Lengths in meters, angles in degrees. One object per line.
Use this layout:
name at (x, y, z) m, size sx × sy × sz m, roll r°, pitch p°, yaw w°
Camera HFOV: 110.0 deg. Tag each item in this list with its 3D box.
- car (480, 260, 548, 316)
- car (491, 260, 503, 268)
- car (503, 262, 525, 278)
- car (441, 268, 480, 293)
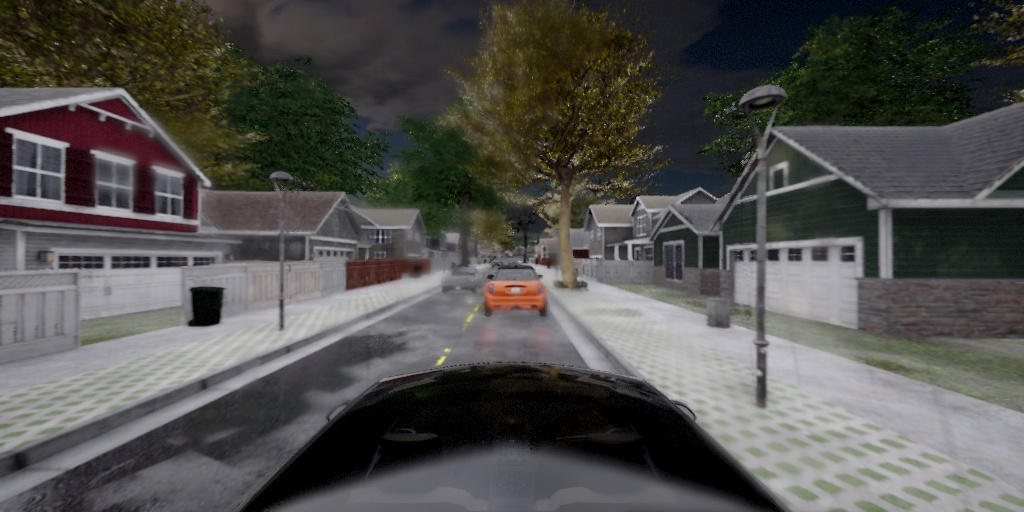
car at (0.136, 1.106, 13.535) m, size 2.097 × 1.767 × 4.553 m, roll 0°, pitch 0°, yaw 0°
car at (-2.579, 1.371, 62.297) m, size 1.994 × 1.385 × 4.181 m, roll 0°, pitch 0°, yaw 1°
car at (0.203, 1.314, 36.029) m, size 2.033 × 1.411 × 5.357 m, roll 0°, pitch 0°, yaw 0°
car at (-2.791, 1.354, 20.688) m, size 1.895 × 1.301 × 4.718 m, roll 0°, pitch 0°, yaw 0°
